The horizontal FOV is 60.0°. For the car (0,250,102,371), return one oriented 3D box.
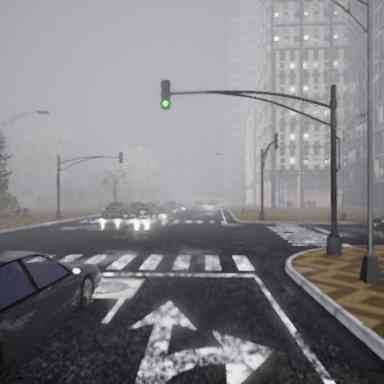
[{"bbox_3d":[-3.060,1.612,4.984,2.033,1.411,5.357,0,-1,3],"label":"car"}]

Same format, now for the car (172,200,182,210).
[{"bbox_3d":[-3.375,2.193,55.531,1.882,1.535,5.008,0,-1,5],"label":"car"}]

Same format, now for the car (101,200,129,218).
[{"bbox_3d":[-8.098,1.805,35.770,2.097,1.767,4.553,0,-1,4],"label":"car"}]

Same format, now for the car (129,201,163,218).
[{"bbox_3d":[-4.822,1.948,35.873,2.128,1.511,4.902,0,-1,4],"label":"car"}]

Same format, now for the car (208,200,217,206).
[{"bbox_3d":[4.766,2.484,76.588,1.882,1.535,5.008,0,-1,4],"label":"car"}]

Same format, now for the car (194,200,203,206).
[{"bbox_3d":[1.511,2.556,76.642,1.994,1.385,4.181,0,-1,4],"label":"car"}]

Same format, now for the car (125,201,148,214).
[{"bbox_3d":[-7.431,2.049,44.851,1.882,1.535,5.008,0,-1,4],"label":"car"}]

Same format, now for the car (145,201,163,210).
[{"bbox_3d":[-6.506,2.282,57.155,2.033,1.411,5.357,0,-1,5],"label":"car"}]

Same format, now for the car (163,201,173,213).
[{"bbox_3d":[-4.157,2.177,45.068,1.895,1.301,4.718,0,-1,4],"label":"car"}]

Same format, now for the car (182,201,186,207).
[{"bbox_3d":[-2.370,2.477,68.179,1.895,1.301,4.718,0,-1,4],"label":"car"}]

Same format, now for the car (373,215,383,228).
[{"bbox_3d":[14.218,1.667,20.803,5.357,1.411,2.033,-1,-1,5],"label":"car"}]
